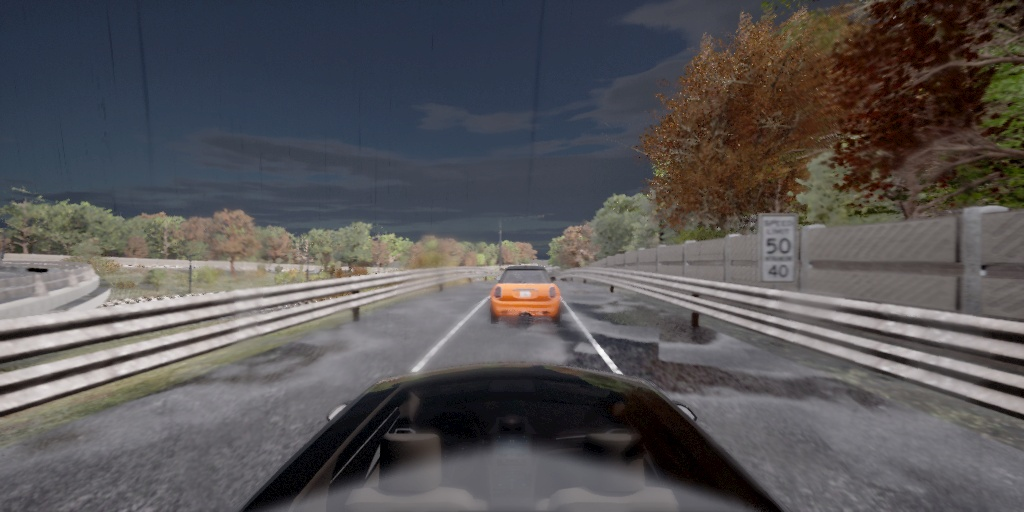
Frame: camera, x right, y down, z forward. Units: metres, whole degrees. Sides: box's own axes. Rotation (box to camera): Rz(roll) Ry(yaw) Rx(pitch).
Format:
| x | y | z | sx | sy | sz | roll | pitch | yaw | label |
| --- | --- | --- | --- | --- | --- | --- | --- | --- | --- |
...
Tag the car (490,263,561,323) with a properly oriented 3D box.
| x | y | z | sx | sy | sz | roll | pitch | yaw | label |
| --- | --- | --- | --- | --- | --- | --- | --- | --- | --- |
| 0.472 | 1.107 | 12.300 | 2.097 | 1.767 | 4.553 | 0 | 0 | 2 | car |
